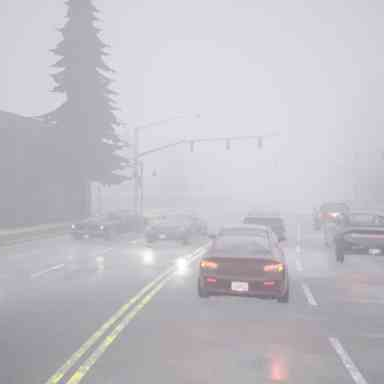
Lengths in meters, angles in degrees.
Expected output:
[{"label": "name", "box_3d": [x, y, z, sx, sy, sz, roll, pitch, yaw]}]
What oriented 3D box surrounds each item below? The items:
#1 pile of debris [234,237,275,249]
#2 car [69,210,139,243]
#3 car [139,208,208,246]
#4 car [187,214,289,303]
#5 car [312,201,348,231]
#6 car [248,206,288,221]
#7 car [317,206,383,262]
[{"label": "pile of debris", "box_3d": [2.728, 2.169, 14.287, 1.500, 0.140, 1.860, 0, 0, 18]}, {"label": "car", "box_3d": [-3.904, 1.594, 16.440, 1.895, 1.301, 4.718, 0, 0, 17]}, {"label": "car", "box_3d": [-0.503, 1.519, 15.584, 1.812, 1.442, 4.674, 0, 0, 17]}, {"label": "car", "box_3d": [1.323, 1.522, 8.200, 1.812, 1.442, 4.674, 0, 0, 12]}, {"label": "car", "box_3d": [8.510, 1.343, 20.275, 2.097, 1.767, 4.553, 0, 0, 17]}, {"label": "car", "box_3d": [3.827, 1.470, 17.116, 1.882, 1.535, 5.008, 0, 0, 18]}, {"label": "car", "box_3d": [5.874, 1.484, 11.795, 2.128, 1.511, 4.902, 0, 0, 16]}]
